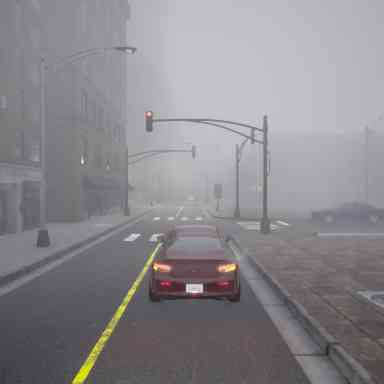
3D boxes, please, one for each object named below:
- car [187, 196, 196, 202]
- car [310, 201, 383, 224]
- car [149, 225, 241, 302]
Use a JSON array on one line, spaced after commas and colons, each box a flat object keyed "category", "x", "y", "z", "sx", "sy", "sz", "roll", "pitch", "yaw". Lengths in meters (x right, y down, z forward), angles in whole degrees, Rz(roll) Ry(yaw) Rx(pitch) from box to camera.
[{"category": "car", "x": -0.150, "y": 1.568, "z": 76.115, "sx": 1.812, "sy": 1.442, "sz": 4.674, "roll": 0, "pitch": 0, "yaw": 0}, {"category": "car", "x": 11.078, "y": 1.432, "z": 23.851, "sx": 5.008, "sy": 1.535, "sz": 1.882, "roll": 0, "pitch": 0, "yaw": 0}, {"category": "car", "x": 0.074, "y": 1.526, "z": 8.139, "sx": 1.812, "sy": 1.442, "sz": 4.674, "roll": 0, "pitch": 0, "yaw": 1}]
